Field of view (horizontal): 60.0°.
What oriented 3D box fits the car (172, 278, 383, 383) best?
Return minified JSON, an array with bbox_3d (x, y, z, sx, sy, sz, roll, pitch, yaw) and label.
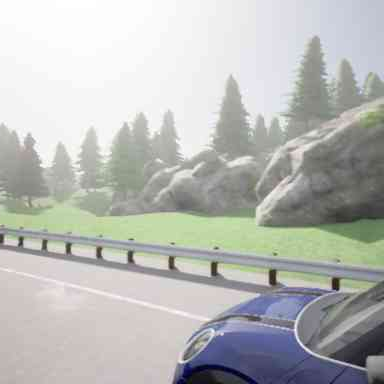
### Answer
[{"bbox_3d":[2.016,1.346,2.441,4.553,1.767,2.097,0,0,36],"label":"car"}]
